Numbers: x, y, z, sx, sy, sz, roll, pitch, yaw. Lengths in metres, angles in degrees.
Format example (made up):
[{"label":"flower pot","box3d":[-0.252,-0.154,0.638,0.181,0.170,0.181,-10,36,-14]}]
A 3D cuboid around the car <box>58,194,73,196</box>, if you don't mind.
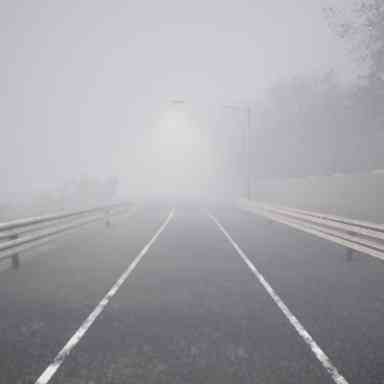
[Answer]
[{"label":"car","box3d":[-28.875,0.863,76.639,2.128,1.511,4.902,1,4,15]}]
